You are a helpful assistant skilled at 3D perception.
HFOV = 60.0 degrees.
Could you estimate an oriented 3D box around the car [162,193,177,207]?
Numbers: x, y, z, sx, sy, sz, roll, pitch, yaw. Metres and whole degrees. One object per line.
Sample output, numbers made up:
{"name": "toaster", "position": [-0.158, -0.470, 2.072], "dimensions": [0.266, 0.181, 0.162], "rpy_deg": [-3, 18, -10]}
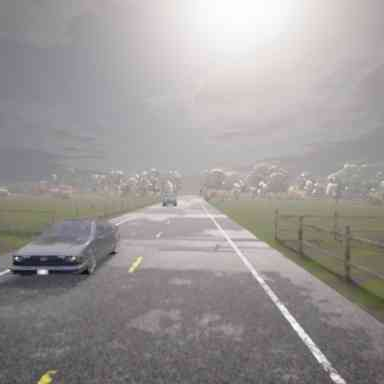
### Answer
{"name": "car", "position": [-3.558, 1.256, 53.741], "dimensions": [2.150, 2.045, 5.566], "rpy_deg": [0, 0, 1]}

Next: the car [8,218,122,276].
{"name": "car", "position": [-3.600, 1.554, 10.680], "dimensions": [2.033, 1.411, 5.357], "rpy_deg": [0, 0, 0]}
